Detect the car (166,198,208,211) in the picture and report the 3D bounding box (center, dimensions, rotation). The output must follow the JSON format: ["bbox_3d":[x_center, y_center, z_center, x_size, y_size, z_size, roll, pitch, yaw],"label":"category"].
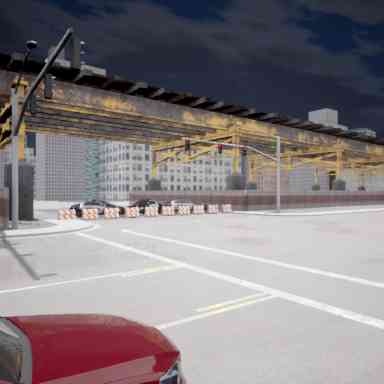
[{"bbox_3d":[-0.857,1.297,36.816,4.536,1.218,1.853,0,0,-7],"label":"car"}]

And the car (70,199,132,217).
[{"bbox_3d":[-8.441,1.454,30.355,4.974,1.542,2.038,0,0,8],"label":"car"}]

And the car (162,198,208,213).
[{"bbox_3d":[-0.805,1.455,36.823,4.974,1.542,2.038,0,0,-7],"label":"car"}]

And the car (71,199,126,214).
[{"bbox_3d":[-8.492,1.296,30.362,4.536,1.218,1.853,0,0,8],"label":"car"}]

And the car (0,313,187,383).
[{"bbox_3d":[-2.194,1.526,2.201,4.674,1.442,1.812,0,0,-35],"label":"car"}]

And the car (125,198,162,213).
[{"bbox_3d":[-4.688,1.297,33.101,1.853,1.218,4.536,0,0,18],"label":"car"}]

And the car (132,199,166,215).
[{"bbox_3d":[-4.704,1.454,33.052,2.038,1.542,4.974,0,0,18],"label":"car"}]
